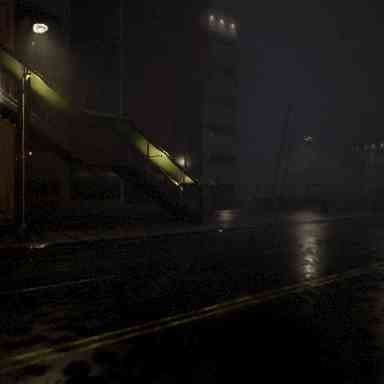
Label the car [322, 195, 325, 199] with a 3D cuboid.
[{"bbox_3d":[29.823,1.449,76.670,3.806,1.475,1.970,0,0,-36],"label":"car"}]
